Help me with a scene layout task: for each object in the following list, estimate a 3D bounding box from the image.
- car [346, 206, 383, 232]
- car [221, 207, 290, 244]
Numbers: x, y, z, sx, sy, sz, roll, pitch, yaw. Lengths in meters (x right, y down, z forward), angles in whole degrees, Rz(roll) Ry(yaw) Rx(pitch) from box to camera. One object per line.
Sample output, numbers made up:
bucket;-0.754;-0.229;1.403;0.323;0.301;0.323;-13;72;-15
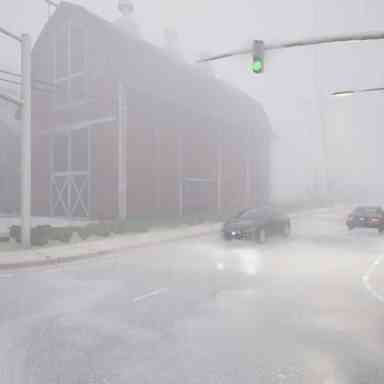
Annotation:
car;10.901;1.560;20.413;2.033;1.411;5.357;0;0;36
car;3.185;1.505;15.994;1.837;1.490;4.892;0;0;36
